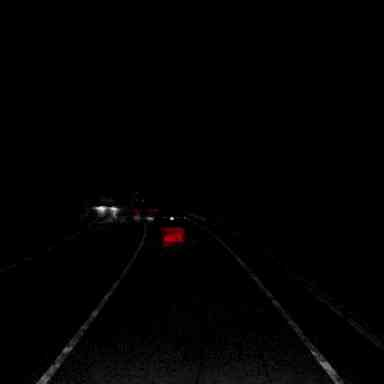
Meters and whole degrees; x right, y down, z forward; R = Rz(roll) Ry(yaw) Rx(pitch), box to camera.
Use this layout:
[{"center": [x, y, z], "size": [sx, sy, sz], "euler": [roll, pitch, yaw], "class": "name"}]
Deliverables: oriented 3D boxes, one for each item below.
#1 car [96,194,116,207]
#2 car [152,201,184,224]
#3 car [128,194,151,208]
[{"center": [-11.027, 1.048, 42.565], "size": [1.812, 1.442, 4.674], "euler": [1, 1, -23], "class": "car"}, {"center": [-1.698, 1.422, 23.779], "size": [1.837, 1.490, 4.892], "euler": [1, 1, -10], "class": "car"}, {"center": [-6.473, 1.014, 40.941], "size": [2.097, 1.767, 4.553], "euler": [1, 1, -20], "class": "car"}]
